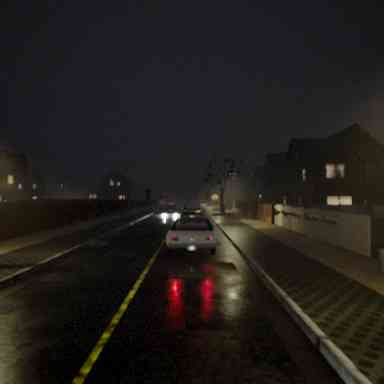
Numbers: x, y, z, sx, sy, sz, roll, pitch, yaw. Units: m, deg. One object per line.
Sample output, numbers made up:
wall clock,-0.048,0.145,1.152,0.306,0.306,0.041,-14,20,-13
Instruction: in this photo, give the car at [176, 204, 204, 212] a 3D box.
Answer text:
car,0.002,1.780,29.321,2.128,1.511,4.902,0,0,0

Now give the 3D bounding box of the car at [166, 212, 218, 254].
car,0.001,1.738,14.130,1.895,1.301,4.718,0,-1,0

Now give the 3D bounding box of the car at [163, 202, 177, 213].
car,-2.755,2.053,44.658,1.895,1.301,4.718,0,-1,0
